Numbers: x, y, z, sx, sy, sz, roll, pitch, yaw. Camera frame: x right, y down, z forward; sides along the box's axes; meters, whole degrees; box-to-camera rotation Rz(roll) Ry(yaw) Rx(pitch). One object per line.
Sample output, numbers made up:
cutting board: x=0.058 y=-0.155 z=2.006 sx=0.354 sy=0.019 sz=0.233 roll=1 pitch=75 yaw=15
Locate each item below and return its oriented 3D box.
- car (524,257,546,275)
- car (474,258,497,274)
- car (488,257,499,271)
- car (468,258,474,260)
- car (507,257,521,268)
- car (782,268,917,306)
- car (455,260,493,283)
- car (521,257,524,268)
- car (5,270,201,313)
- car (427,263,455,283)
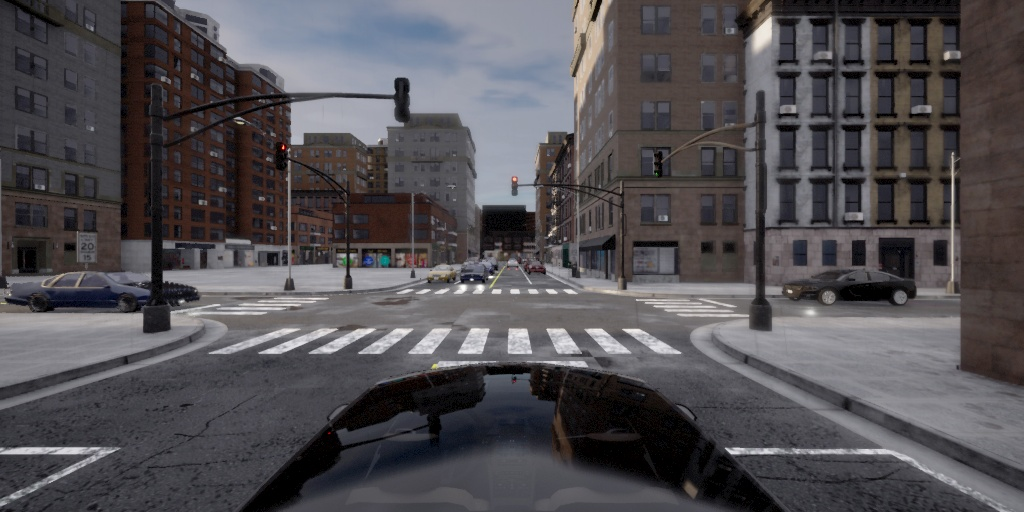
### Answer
car: x=2.643 y=1.191 z=39.404 sx=1.967 sy=1.591 sz=4.097 roll=0 pitch=0 yaw=0
car: x=-2.846 y=1.277 z=38.215 sx=1.812 sy=1.442 sz=4.674 roll=0 pitch=0 yaw=0
car: x=-2.827 y=1.230 z=48.705 sx=1.882 sy=1.535 sz=5.008 roll=0 pitch=0 yaw=0
car: x=-5.382 y=1.302 z=45.068 sx=2.007 sy=1.370 sz=4.403 roll=0 pitch=0 yaw=0
car: x=0.112 y=1.279 z=61.904 sx=1.812 sy=1.442 sz=4.674 roll=0 pitch=0 yaw=0
car: x=14.774 y=1.310 z=15.873 sx=5.008 sy=1.535 sz=1.882 roll=0 pitch=0 yaw=-1
car: x=-2.845 y=1.298 z=28.165 sx=2.033 sy=1.411 sz=5.357 roll=0 pitch=0 yaw=0
car: x=2.644 y=1.066 z=45.066 sx=2.192 sy=1.841 sz=5.009 roll=0 pitch=0 yaw=0
car: x=-14.509 y=1.232 z=12.881 sx=5.357 sy=1.411 sz=2.033 roll=0 pitch=0 yaw=0
car: x=-5.384 y=1.276 z=27.912 sx=1.751 sy=1.417 sz=4.829 roll=0 pitch=0 yaw=0
